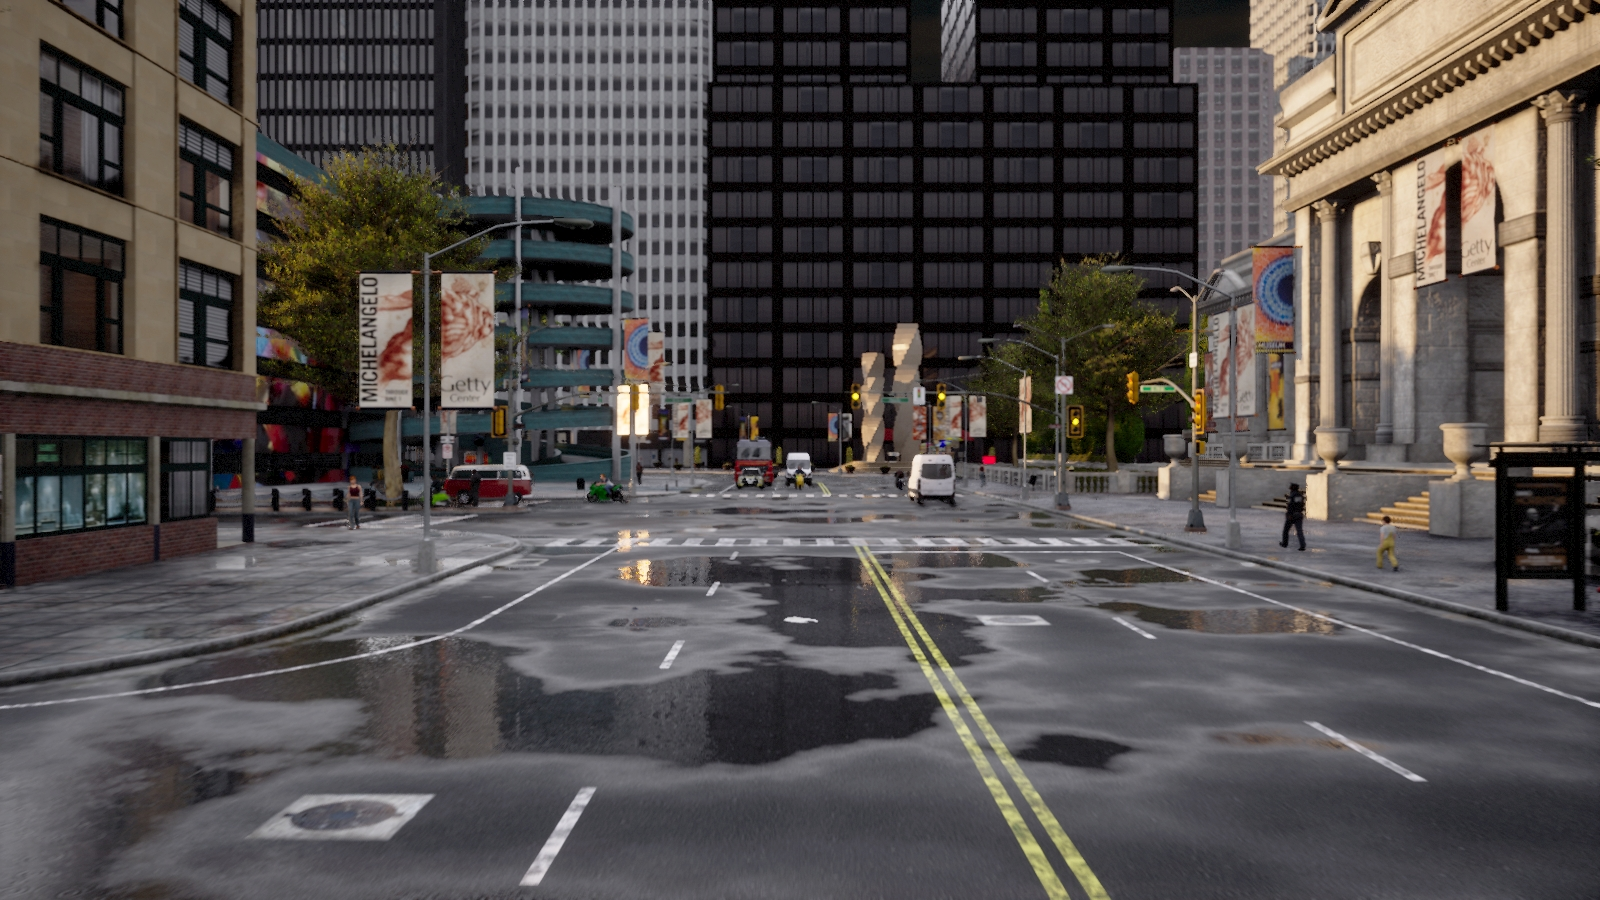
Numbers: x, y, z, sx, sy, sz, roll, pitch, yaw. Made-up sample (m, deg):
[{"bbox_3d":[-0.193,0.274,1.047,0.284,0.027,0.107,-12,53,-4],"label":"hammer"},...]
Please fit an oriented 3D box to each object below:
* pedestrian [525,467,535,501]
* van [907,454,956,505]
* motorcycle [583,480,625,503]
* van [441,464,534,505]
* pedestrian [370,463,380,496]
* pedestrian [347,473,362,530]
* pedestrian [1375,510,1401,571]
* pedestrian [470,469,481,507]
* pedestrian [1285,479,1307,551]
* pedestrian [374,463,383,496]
[{"bbox_3d":[-14.787,1.844,62.594,0.375,1.860,0.375,0,0,21],"label":"pedestrian"},{"bbox_3d":[6.999,1.529,61.390,1.988,2.561,5.915,0,0,0],"label":"van"},{"bbox_3d":[-10.386,2.206,60.634,2.033,1.145,0.803,-1,0,-30],"label":"motorcycle"},{"bbox_3d":[-16.021,1.781,58.813,4.480,2.038,2.069,0,0,-11],"label":"van"},{"bbox_3d":[-24.419,1.691,65.648,0.375,1.860,0.375,0,0,6],"label":"pedestrian"},{"bbox_3d":[-14.633,1.693,37.539,0.375,1.860,0.375,0,0,-4],"label":"pedestrian"},{"bbox_3d":[12.876,1.974,25.012,0.375,1.300,0.375,0,0,-4],"label":"pedestrian"},{"bbox_3d":[-15.911,1.844,56.078,0.375,1.860,0.375,0,0,28],"label":"pedestrian"},{"bbox_3d":[12.929,1.693,29.789,0.375,1.860,0.375,0,0,-9],"label":"pedestrian"},{"bbox_3d":[-23.916,1.691,64.863,0.375,1.860,0.375,0,0,-7],"label":"pedestrian"}]
